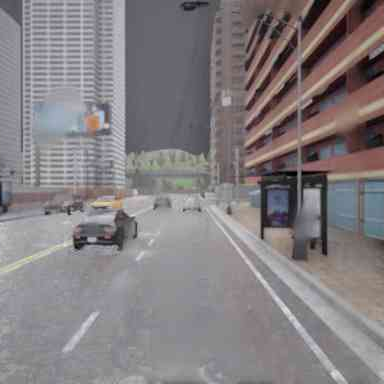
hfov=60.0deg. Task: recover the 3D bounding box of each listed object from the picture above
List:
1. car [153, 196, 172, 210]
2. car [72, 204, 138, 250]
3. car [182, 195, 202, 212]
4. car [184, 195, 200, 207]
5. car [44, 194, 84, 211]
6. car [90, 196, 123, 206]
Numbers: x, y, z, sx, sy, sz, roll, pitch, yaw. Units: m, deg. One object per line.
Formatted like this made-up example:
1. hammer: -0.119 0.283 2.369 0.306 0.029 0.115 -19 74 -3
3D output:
1. car: -3.414 1.240 39.214 2.128 1.511 4.902 0 0 0
2. car: -3.405 1.437 13.643 1.812 1.442 4.674 0 0 0
3. car: -0.011 1.301 35.023 1.812 1.442 4.674 0 1 0
4. car: 0.008 1.194 46.602 2.128 1.511 4.902 0 0 0
5. car: -10.510 0.896 27.633 2.097 1.767 4.553 0 0 0
6. car: -7.010 1.018 27.605 1.882 1.535 5.008 0 0 0
